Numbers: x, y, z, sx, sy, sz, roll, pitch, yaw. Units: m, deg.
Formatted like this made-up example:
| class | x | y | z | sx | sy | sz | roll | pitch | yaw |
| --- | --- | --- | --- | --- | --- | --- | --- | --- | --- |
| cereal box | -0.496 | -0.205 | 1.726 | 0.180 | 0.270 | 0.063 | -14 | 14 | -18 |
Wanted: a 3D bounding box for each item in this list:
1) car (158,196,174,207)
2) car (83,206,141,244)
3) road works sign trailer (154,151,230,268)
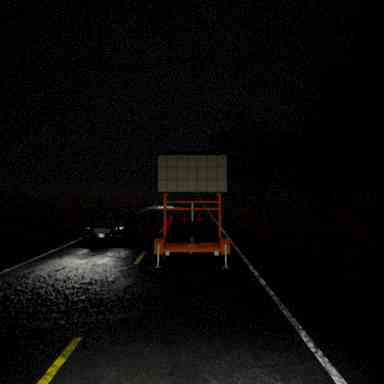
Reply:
| class | x | y | z | sx | sy | sz | roll | pitch | yaw |
| --- | --- | --- | --- | --- | --- | --- | --- | --- | --- |
| car | -3.486 | 1.268 | 45.127 | 1.994 | 1.385 | 4.181 | 0 | 1 | 0 |
| car | -3.595 | 1.451 | 15.618 | 2.128 | 1.511 | 4.902 | 0 | 0 | 0 |
| road works sign trailer | 0.015 | 0.442 | 11.194 | 2.380 | 3.560 | 2.880 | 0 | 0 | 1 |
